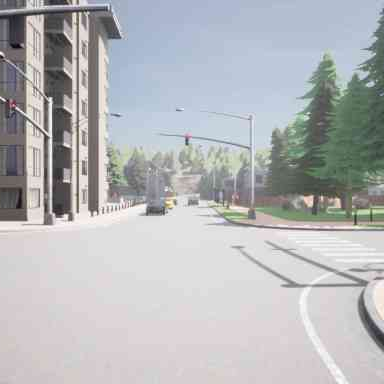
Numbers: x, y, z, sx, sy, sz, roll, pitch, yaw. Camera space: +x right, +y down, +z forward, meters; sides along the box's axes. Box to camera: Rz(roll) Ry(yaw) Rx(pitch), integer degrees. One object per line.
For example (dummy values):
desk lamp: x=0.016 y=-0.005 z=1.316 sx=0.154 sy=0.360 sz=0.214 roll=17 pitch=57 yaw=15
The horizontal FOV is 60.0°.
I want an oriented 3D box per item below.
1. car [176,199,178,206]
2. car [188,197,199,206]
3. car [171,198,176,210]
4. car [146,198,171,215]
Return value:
car: x=-3.358 y=1.601 z=54.987 sx=1.895 sy=1.301 sz=4.718 roll=0 pitch=0 yaw=1
car: x=0.196 y=1.547 z=55.714 sx=2.033 sy=1.411 sz=5.357 roll=0 pitch=0 yaw=0
car: x=-3.439 y=1.478 z=43.495 sx=1.882 sy=1.535 sz=5.008 roll=0 pitch=0 yaw=0
car: x=-3.483 y=1.478 z=33.534 sx=1.882 sy=1.535 sz=5.008 roll=0 pitch=0 yaw=0
